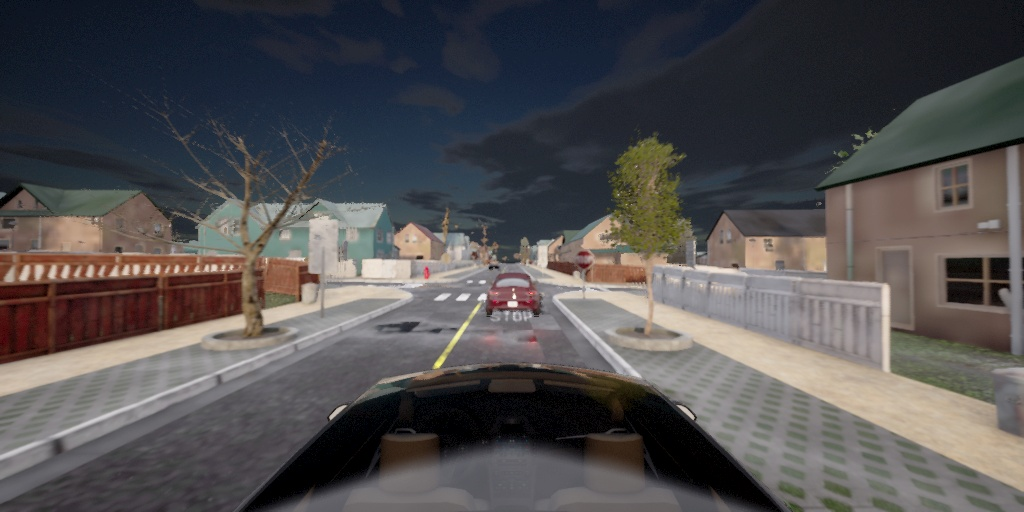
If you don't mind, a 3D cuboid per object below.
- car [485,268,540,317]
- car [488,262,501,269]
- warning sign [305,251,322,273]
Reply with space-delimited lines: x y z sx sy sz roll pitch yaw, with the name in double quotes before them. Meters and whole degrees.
"car" 0.041 1.331 13.392 1.812 1.442 4.674 0 0 1
"car" -2.802 1.686 57.421 1.895 1.301 4.718 0 0 0
"warning sign" -15.786 0.730 27.822 1.060 1.860 1.300 0 0 0
